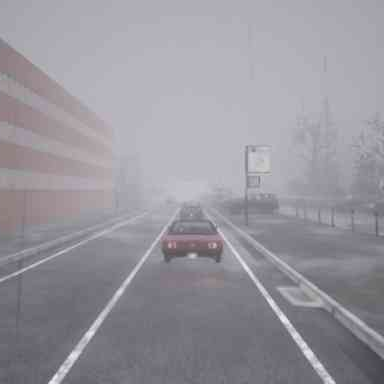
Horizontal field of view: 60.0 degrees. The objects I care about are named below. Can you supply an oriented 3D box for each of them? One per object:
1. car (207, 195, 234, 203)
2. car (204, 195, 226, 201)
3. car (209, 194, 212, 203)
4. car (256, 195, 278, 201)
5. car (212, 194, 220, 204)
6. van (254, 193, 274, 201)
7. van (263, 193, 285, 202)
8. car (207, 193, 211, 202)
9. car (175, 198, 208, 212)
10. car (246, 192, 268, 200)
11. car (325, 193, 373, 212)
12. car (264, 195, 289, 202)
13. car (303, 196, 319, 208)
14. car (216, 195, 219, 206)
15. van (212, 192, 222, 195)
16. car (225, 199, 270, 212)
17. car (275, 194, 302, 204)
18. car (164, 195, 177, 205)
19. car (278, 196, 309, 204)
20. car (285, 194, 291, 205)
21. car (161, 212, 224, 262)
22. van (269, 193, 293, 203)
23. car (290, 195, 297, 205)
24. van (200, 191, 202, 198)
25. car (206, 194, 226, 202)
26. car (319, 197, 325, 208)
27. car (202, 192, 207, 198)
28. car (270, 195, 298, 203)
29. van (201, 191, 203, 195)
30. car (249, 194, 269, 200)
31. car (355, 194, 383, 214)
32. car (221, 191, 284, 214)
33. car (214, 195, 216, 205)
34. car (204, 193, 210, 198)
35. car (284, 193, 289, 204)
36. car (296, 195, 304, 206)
[{"bbox_3d":[5.829,1.431,68.470,5.366,1.575,1.946,0,0,-1],"label":"car"},{"bbox_3d":[5.444,1.429,79.768,5.008,1.535,2.097,0,0,-1],"label":"car"},{"bbox_3d":[5.836,1.478,57.165,4.674,1.452,2.002,0,0,-1],"label":"car"},{"bbox_3d":[18.050,1.456,80.039,4.792,1.488,2.163,0,0,-1],"label":"car"},{"bbox_3d":[5.906,1.470,51.514,4.792,1.488,2.163,0,0,-1],"label":"car"},{"bbox_3d":[17.852,1.200,82.862,4.442,1.987,1.878,0,0,-1],"label":"van"},{"bbox_3d":[18.231,1.203,74.396,4.442,1.987,1.878,0,0,-1],"label":"van"},{"bbox_3d":[5.975,1.434,59.994,5.366,1.575,1.946,0,0,-1],"label":"car"},{"bbox_3d":[-0.021,1.526,27.723,2.128,1.511,4.902,0,0,0],"label":"car"},{"bbox_3d":[17.798,1.091,91.473,5.566,2.045,2.435,0,1,-1],"label":"car"},{"bbox_3d":[18.718,1.187,37.815,5.566,2.045,2.435,0,0,-1],"label":"car"},{"bbox_3d":[18.168,1.431,71.570,4.892,1.521,2.231,0,0,-1],"label":"car"},{"bbox_3d":[18.594,1.442,46.161,4.892,1.521,2.231,0,0,-1],"label":"car"},{"bbox_3d":[6.030,1.483,45.864,4.674,1.452,2.002,0,0,-1],"label":"car"},{"bbox_3d":[6.004,1.214,54.342,4.442,1.987,1.878,0,0,-1],"label":"van"},{"bbox_3d":[6.176,1.480,37.387,4.674,1.452,2.002,0,0,-1],"label":"car"},{"bbox_3d":[18.335,1.308,63.225,4.553,1.767,2.185,0,0,-1],"label":"car"},{"bbox_3d":[-3.625,1.346,57.239,2.097,1.767,4.553,0,0,0],"label":"car"},{"bbox_3d":[18.347,1.435,60.402,5.008,1.535,2.097,0,0,-1],"label":"car"},{"bbox_3d":[18.481,1.467,54.632,4.792,1.488,2.163,0,0,-1],"label":"car"},{"bbox_3d":[0.032,1.618,12.125,1.895,1.301,4.718,0,0,0],"label":"car"},{"bbox_3d":[18.325,1.205,68.746,4.442,1.987,1.878,0,0,-1],"label":"van"},{"bbox_3d":[18.496,1.438,51.808,5.008,1.535,2.097,0,0,-1],"label":"car"},{"bbox_3d":[5.323,1.071,93.913,4.442,1.987,1.878,0,1,-1],"label":"van"},{"bbox_3d":[5.529,1.304,76.943,4.553,1.767,2.185,0,0,-1],"label":"car"},{"bbox_3d":[18.706,1.441,40.515,4.892,1.521,2.231,0,0,-1],"label":"car"},{"bbox_3d":[5.623,1.181,71.292,5.566,2.045,2.435,0,0,-1],"label":"car"},{"bbox_3d":[18.261,1.432,66.048,5.008,1.535,2.097,0,0,-1],"label":"car"},{"bbox_3d":[5.418,1.167,88.384,4.442,1.987,1.878,0,1,-1],"label":"van"},{"bbox_3d":[17.868,1.390,88.644,5.008,1.535,2.097,0,1,-1],"label":"car"},{"bbox_3d":[18.783,1.299,32.035,4.553,1.767,2.185,0,1,-1],"label":"car"},{"bbox_3d":[6.199,1.186,34.562,5.566,2.045,2.435,0,0,-1],"label":"car"},{"bbox_3d":[5.987,1.482,48.690,4.674,1.452,2.002,0,0,-1],"label":"car"},{"bbox_3d":[5.556,1.433,62.813,5.366,1.575,1.946,0,0,-1],"label":"car"},{"bbox_3d":[18.406,1.436,57.579,5.008,1.535,2.097,0,0,-1],"label":"car"},{"bbox_3d":[18.544,1.439,48.984,5.008,1.535,2.097,0,0,-1],"label":"car"}]
